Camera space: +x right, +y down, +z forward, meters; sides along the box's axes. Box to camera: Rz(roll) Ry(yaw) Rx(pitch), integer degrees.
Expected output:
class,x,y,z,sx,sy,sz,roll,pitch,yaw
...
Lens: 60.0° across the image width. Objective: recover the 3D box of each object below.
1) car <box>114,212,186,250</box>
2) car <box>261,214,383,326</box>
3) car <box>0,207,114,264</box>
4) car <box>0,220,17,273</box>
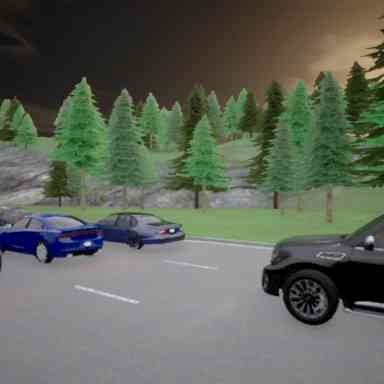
class,x,y,z,sx,sy,sz,roll,pitch,yaw
car,-2.823,1.585,14.574,5.357,1.411,2.033,0,0,35
car,3.986,1.221,5.451,5.566,2.045,2.150,0,0,35
car,-5.358,1.517,12.082,5.008,1.535,1.882,0,0,35
car,-6.923,1.543,8.902,4.892,1.490,1.837,0,0,36
